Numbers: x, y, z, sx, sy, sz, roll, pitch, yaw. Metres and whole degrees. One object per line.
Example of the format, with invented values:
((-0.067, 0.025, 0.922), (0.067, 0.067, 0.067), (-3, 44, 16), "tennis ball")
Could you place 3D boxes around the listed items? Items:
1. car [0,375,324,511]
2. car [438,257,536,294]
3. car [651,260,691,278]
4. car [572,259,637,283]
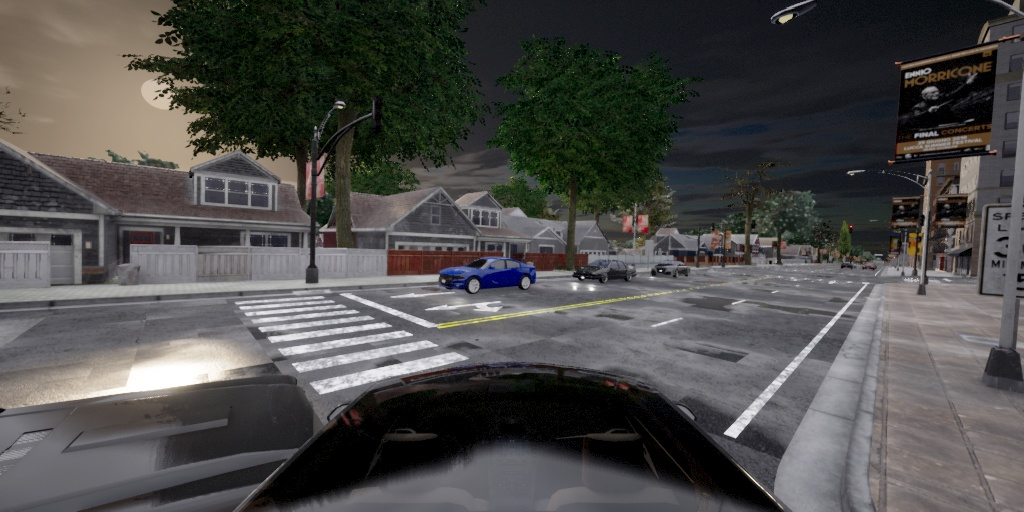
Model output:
((-3.316, 1.277, 1.382), (4.718, 1.301, 1.895), (1, 2, -34), "car")
((-1.014, 0.786, 16.551), (5.008, 1.535, 1.882), (1, 2, -44), "car")
((13.446, 1.025, 30.293), (4.181, 1.385, 1.994), (1, 2, -44), "car")
((6.200, 0.931, 23.421), (5.357, 1.411, 2.033), (1, 2, -44), "car")
